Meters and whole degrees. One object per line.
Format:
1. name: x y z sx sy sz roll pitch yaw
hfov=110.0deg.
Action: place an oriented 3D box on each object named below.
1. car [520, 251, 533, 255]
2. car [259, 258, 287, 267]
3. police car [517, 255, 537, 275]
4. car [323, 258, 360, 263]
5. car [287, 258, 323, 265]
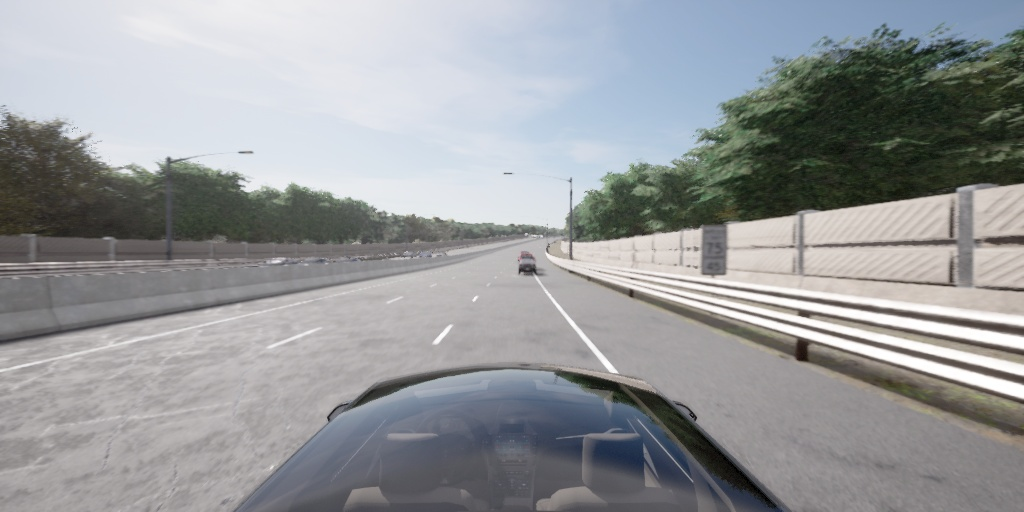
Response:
1. car: 1.867 0.686 46.360 2.150 2.045 5.566 0 1 2
2. car: -24.047 0.973 37.229 2.128 1.511 4.902 0 0 2
3. police car: 1.540 0.996 36.565 1.930 1.638 5.238 0 0 2
4. car: -17.054 1.011 37.077 1.837 1.490 4.892 0 0 2
5. car: -20.551 0.999 37.117 1.837 1.490 4.892 0 1 2
